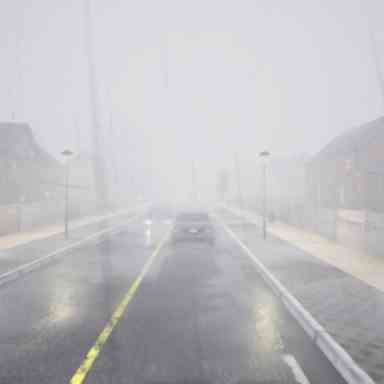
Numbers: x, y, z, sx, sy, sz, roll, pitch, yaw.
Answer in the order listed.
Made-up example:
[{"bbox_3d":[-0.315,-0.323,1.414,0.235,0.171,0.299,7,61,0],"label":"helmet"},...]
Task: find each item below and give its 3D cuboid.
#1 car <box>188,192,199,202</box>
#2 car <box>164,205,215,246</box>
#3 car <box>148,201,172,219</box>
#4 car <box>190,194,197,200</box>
[{"bbox_3d":[0.314,1.111,74.631,2.150,2.045,5.566,0,0,0],"label":"car"},{"bbox_3d":[0.056,1.533,15.177,2.033,1.411,5.357,0,0,0],"label":"car"},{"bbox_3d":[-2.641,1.486,28.657,1.812,1.442,4.674,0,0,0],"label":"car"},{"bbox_3d":[0.358,1.229,85.022,1.812,1.442,4.674,0,0,0],"label":"car"}]
